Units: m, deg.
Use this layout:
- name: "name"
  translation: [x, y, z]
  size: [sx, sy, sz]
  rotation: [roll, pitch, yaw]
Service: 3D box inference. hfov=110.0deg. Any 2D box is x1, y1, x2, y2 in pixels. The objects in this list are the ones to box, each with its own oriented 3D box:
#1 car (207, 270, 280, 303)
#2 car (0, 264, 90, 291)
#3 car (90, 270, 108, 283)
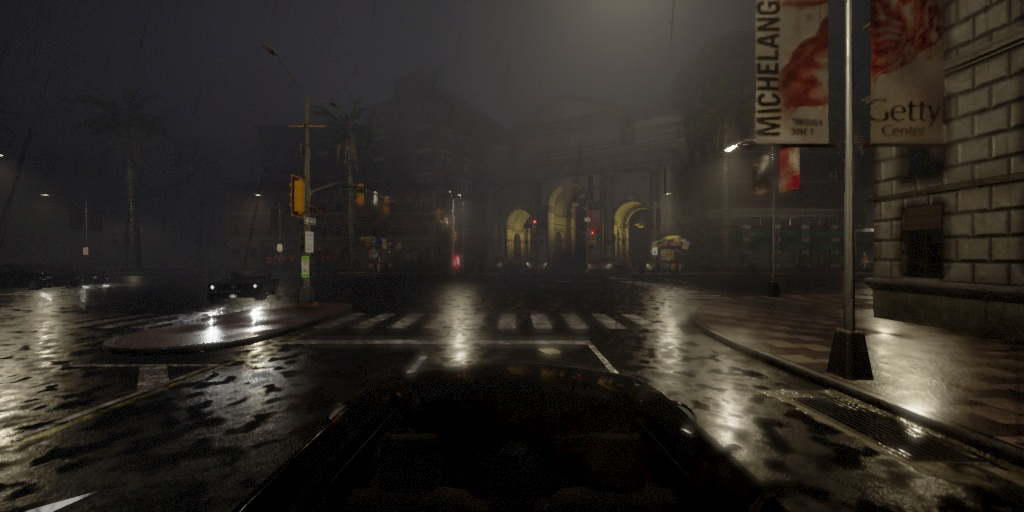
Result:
- name: "car"
  translation: [-12.382, 1.350, 16.828]
  size: [1.895, 1.301, 4.718]
  rotation: [0, 0, -24]
- name: "car"
  translation: [-28.882, 1.227, 21.445]
  size: [5.008, 1.535, 1.882]
  rotation: [0, 0, 4]
- name: "car"
  translation: [-31.188, 1.313, 25.130]
  size: [4.181, 1.385, 1.994]
  rotation: [0, 0, 1]
